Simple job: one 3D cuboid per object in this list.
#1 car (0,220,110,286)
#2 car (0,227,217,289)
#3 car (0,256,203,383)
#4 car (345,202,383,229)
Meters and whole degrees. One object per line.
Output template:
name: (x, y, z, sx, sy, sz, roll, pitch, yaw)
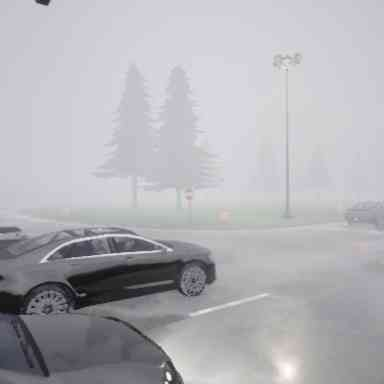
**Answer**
car: (-4.808, 1.593, 8.914, 4.718, 1.301, 1.895, 0, 0, -35)
car: (-1.688, 1.474, 6.841, 4.902, 1.511, 2.128, 0, 0, -35)
car: (-2.065, 1.567, 2.273, 4.181, 1.385, 1.994, -1, 0, -35)
car: (11.358, 1.348, 20.443, 4.902, 1.511, 2.128, 0, 0, -35)
